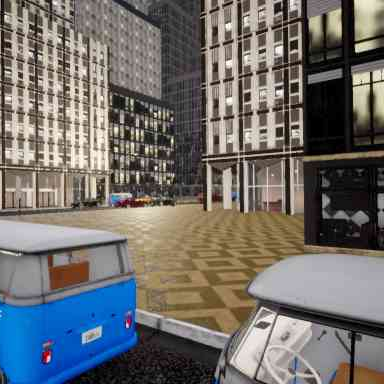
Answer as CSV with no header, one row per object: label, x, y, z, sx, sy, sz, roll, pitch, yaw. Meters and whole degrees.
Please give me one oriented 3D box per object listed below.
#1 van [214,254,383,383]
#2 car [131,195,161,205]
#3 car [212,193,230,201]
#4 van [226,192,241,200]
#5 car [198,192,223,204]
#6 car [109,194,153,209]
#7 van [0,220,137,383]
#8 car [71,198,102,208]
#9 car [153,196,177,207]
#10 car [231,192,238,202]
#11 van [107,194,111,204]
van,1.930,1.341,1.510,3.998,1.788,1.690,0,-1,36
car,-7.274,1.279,52.793,1.752,1.417,4.829,0,0,36
car,6.171,1.017,71.122,1.967,1.590,4.097,0,0,36
van,9.506,0.873,75.670,1.690,1.788,3.998,0,0,36
car,2.938,0.909,52.549,2.192,1.841,5.009,0,0,36
car,-7.065,1.268,38.912,1.887,1.381,4.507,0,0,36
van,-2.607,1.342,4.753,3.998,1.788,1.690,0,-1,36
car,-13.845,1.404,43.835,1.947,1.339,4.313,0,0,36
car,-3.730,1.231,43.458,2.008,1.369,4.403,0,0,36
car,6.275,1.101,57.096,2.008,1.369,4.403,0,0,36
van,-10.511,1.136,48.382,1.690,1.788,3.998,0,0,36
